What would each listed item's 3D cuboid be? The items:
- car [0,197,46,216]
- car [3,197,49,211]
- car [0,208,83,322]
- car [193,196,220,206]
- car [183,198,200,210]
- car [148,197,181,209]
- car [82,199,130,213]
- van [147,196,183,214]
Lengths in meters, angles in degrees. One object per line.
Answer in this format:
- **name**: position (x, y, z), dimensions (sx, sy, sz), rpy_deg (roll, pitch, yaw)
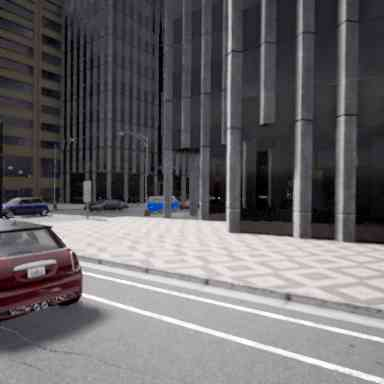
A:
- **car**: position (-16.425, 1.337, 31.777), dimensions (1.967, 1.590, 4.097), rpy_deg (1, 1, 36)
- **car**: position (-14.996, 1.290, 29.129), dimensions (2.097, 1.767, 4.553), rpy_deg (1, 1, 35)
- **car**: position (-4.317, 1.348, 6.763), dimensions (4.553, 1.767, 2.097), rpy_deg (0, 0, 35)
- **car**: position (2.381, 1.387, 53.213), dimensions (1.882, 1.535, 5.008), rpy_deg (1, 1, 36)
- **car**: position (0.041, 1.585, 40.026), dimensions (1.802, 1.307, 4.206), rpy_deg (1, 1, 36)
- **car**: position (-3.657, 1.441, 44.918), dimensions (1.812, 1.442, 4.674), rpy_deg (1, 1, 36)
- **car**: position (-9.406, 1.474, 36.950), dimensions (2.033, 1.411, 5.357), rpy_deg (1, 1, 36)
- **van**: position (-3.141, 1.350, 35.611), dimensions (1.690, 1.788, 3.998), rpy_deg (1, 1, 36)
